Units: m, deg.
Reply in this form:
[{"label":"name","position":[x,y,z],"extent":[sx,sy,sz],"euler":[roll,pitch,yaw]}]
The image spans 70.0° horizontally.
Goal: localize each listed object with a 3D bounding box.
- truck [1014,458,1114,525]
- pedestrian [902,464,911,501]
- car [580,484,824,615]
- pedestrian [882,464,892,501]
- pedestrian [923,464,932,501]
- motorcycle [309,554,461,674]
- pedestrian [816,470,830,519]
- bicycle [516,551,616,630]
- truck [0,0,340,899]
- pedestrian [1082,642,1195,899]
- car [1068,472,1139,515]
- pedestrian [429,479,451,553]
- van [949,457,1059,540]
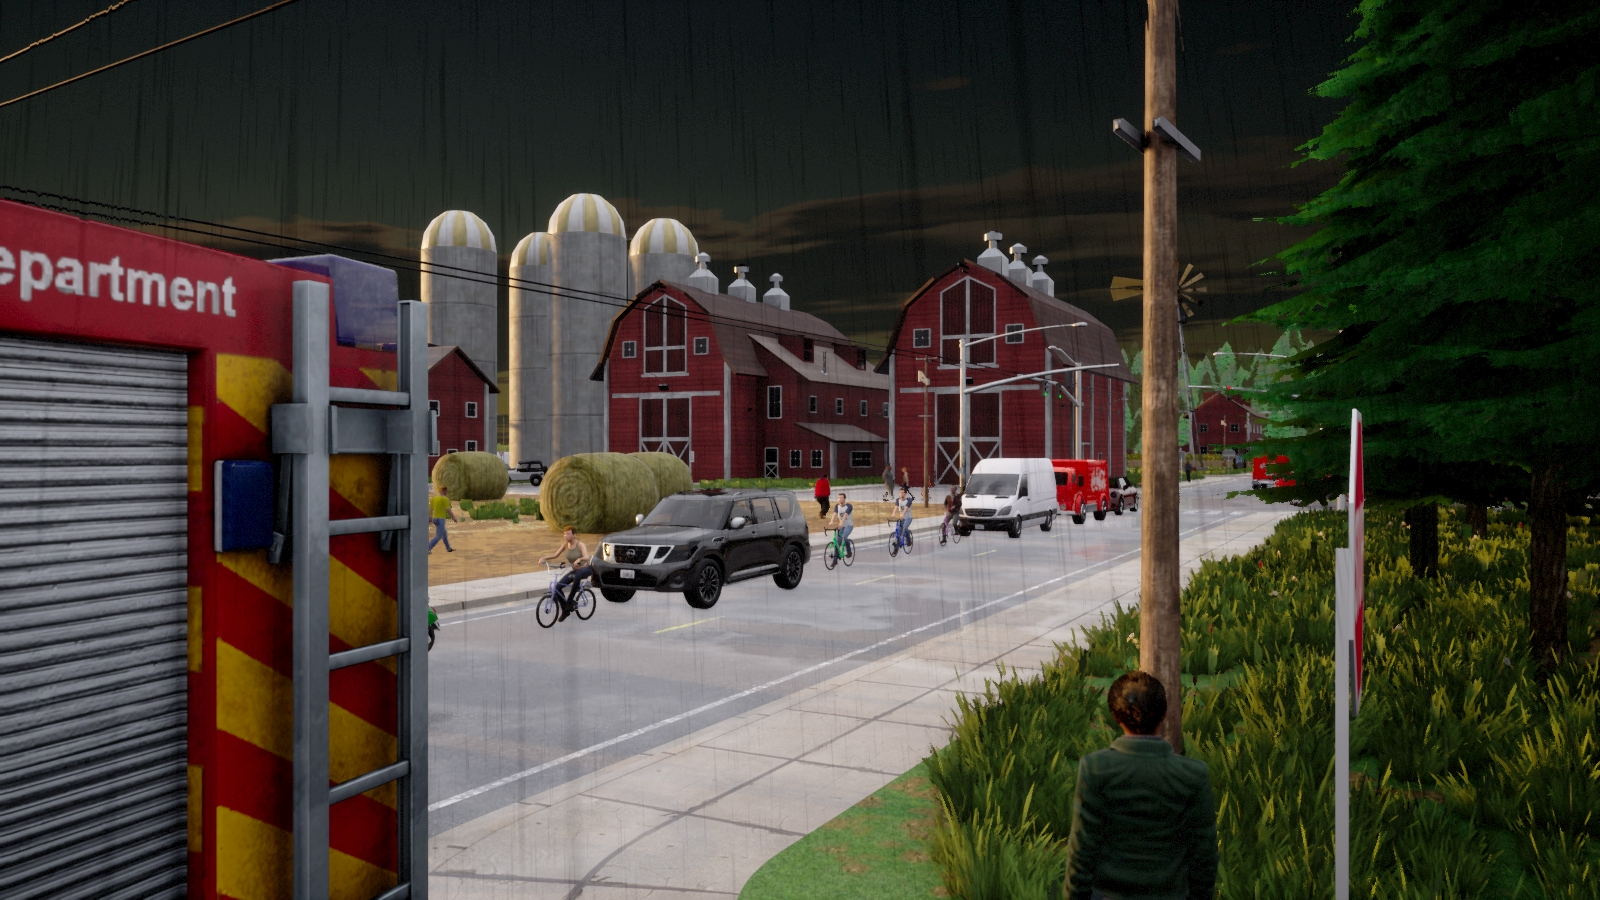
[{"label":"truck","position":[10.557,1.568,45.373],"extent":[2.627,2.467,5.204],"euler":[0,0,28]},{"label":"pedestrian","position":[5.466,1.668,58.799],"extent":[0.375,1.860,0.375],"euler":[0,0,19]},{"label":"car","position":[-1.717,1.779,22.428],"extent":[2.150,2.045,5.566],"euler":[0,0,27]},{"label":"pedestrian","position":[4.445,1.670,58.551],"extent":[0.375,1.860,0.375],"euler":[0,0,29]},{"label":"pedestrian","position":[6.548,1.670,58.743],"extent":[0.375,1.860,0.375],"euler":[0,0,23]},{"label":"motorcycle","position":[-5.521,2.142,15.309],"extent":[0.856,1.316,1.805],"euler":[0,0,28]},{"label":"pedestrian","position":[0.868,1.678,43.488],"extent":[0.375,1.860,0.375],"euler":[0,0,37]},{"label":"bicycle","position":[-3.786,2.256,18.580],"extent":[0.859,1.080,1.487],"euler":[0,0,28]},{"label":"truck","position":[-5.976,0.867,3.796],"extent":[8.468,3.827,2.891],"euler":[0,0,20]},{"label":"pedestrian","position":[1.216,1.663,4.136],"extent":[0.375,1.860,0.375],"euler":[0,0,14]},{"label":"car","position":[13.659,1.903,51.220],"extent":[2.097,1.767,4.553],"euler":[0,0,28]},{"label":"pedestrian","position":[-9.184,1.681,29.158],"extent":[0.375,1.860,0.375],"euler":[0,0,38]},{"label":"van","position":[7.066,1.534,38.947],"extent":[1.988,2.561,5.915],"euler":[0,0,28]}]
